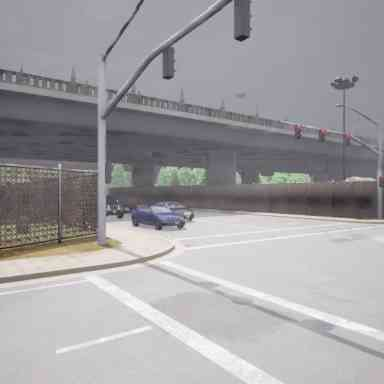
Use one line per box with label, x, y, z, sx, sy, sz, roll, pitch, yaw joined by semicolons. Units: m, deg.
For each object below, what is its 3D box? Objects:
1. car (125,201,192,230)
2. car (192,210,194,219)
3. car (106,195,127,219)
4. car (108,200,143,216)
car;-2.330;1.581;21.677;1.812;1.442;4.674;0;0;-38
car;-1.729;1.547;26.817;2.128;1.511;4.902;0;0;-36
car;-7.988;1.277;29.557;2.150;2.045;5.566;0;0;-36
car;-6.903;1.619;34.068;1.994;1.385;4.181;0;0;-36
